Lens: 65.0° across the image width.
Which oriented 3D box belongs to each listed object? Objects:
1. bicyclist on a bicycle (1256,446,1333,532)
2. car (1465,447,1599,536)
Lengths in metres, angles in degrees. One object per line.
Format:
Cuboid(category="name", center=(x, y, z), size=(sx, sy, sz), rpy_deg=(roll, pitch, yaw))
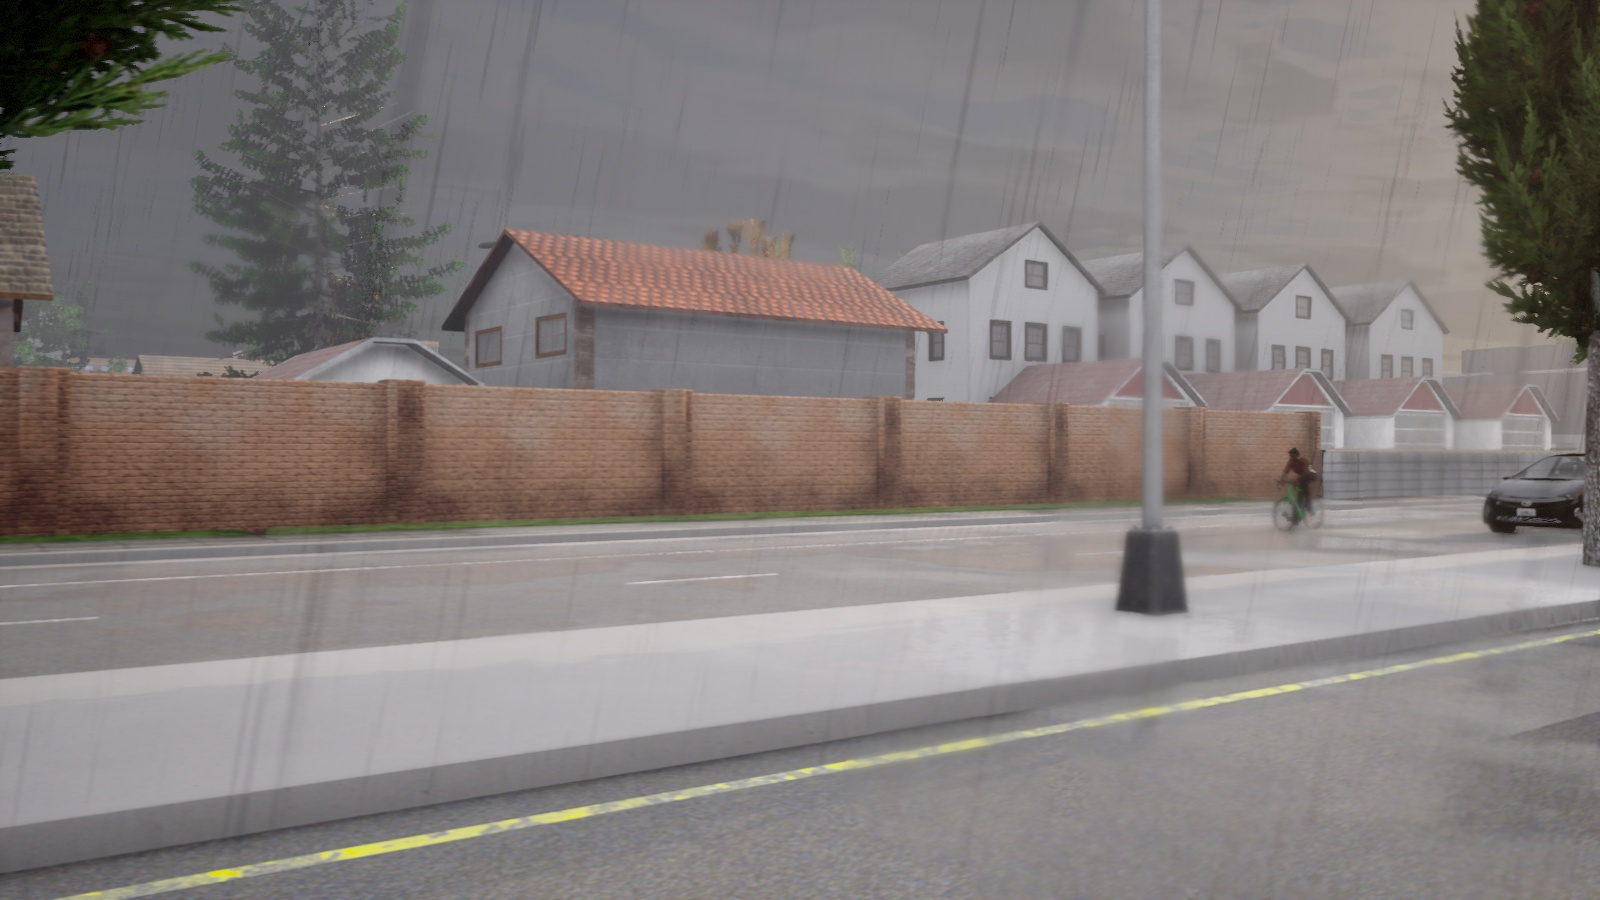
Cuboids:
Cuboid(category="bicyclist on a bicycle", center=(9.623, 0.738, 24.414), size=(1.656, 1.620, 0.582), rpy_deg=(0, 0, -35))
Cuboid(category="car", center=(14.736, 0.720, 23.692), size=(4.514, 1.525, 2.007), rpy_deg=(0, 0, -35))
